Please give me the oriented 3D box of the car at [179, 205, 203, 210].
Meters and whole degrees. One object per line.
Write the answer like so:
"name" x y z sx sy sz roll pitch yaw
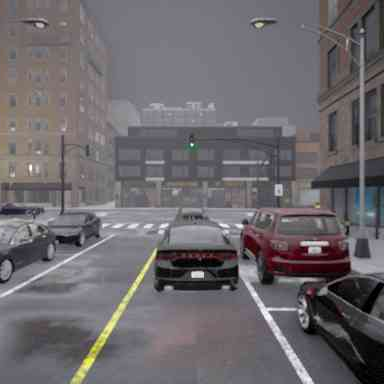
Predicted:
"car" -0.076 1.545 19.209 1.837 1.490 4.892 0 0 -3

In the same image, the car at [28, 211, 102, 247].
"car" -5.386 1.597 15.192 1.947 1.339 4.313 0 0 0

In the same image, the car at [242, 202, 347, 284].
"car" 2.638 1.334 9.529 2.192 1.841 5.009 0 0 0

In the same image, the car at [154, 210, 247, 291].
"car" 0.064 1.496 9.111 1.882 1.535 5.008 0 0 -1

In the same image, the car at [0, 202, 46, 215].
"car" -16.161 1.594 30.692 4.718 1.301 1.895 0 0 0

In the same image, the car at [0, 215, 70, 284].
"car" -5.387 1.570 9.530 2.008 1.369 4.403 0 0 0

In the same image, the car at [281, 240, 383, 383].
"car" 2.637 1.574 3.866 1.947 1.339 4.313 0 0 0

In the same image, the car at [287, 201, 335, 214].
"car" 13.386 1.752 37.521 4.718 1.301 1.895 0 0 0
